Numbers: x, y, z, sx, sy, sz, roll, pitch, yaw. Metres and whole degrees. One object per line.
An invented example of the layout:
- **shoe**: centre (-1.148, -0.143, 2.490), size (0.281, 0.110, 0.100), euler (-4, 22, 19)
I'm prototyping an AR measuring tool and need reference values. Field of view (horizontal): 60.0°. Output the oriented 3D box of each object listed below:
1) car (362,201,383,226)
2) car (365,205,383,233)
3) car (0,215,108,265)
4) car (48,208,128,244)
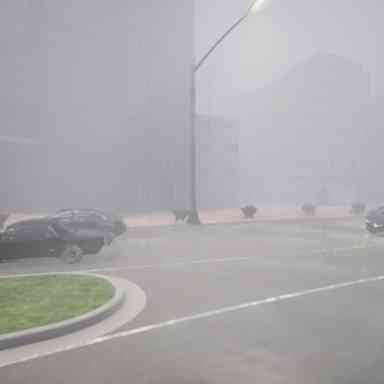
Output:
- **car**: centre (13.961, 1.381, 22.362), size (4.892, 1.490, 1.837), euler (0, 0, -24)
- **car**: centre (11.222, 1.407, 17.293), size (4.892, 1.490, 1.837), euler (0, 0, -24)
- **car**: centre (-5.255, 1.590, 10.612), size (4.718, 1.301, 1.895), euler (0, 0, -18)
- **car**: centre (-5.266, 1.469, 14.323), size (4.902, 1.511, 2.128), euler (0, 0, -19)
